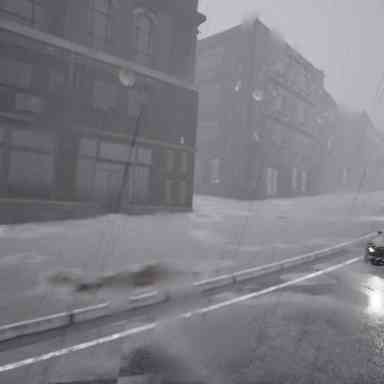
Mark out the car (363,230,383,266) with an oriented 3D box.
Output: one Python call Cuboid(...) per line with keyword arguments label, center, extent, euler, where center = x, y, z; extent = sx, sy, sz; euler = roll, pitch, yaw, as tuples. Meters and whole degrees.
Cuboid(label="car", center=(7.206, 1.442, 10.325), extent=(5.357, 1.411, 2.033), euler=(-1, 1, -43))
